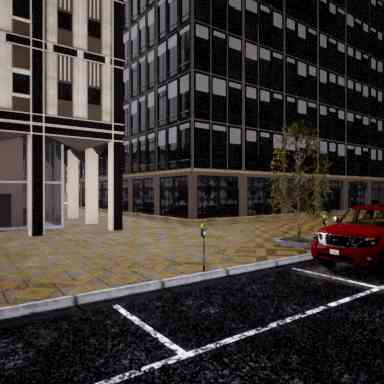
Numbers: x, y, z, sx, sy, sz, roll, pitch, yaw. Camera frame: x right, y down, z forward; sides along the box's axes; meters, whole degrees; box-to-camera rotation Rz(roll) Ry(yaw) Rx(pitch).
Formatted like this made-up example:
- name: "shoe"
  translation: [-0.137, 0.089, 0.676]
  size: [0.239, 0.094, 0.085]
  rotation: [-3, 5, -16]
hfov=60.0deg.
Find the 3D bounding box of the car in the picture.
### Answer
- name: "car"
  translation: [5.909, 1.314, 10.506]
  size: [5.009, 1.841, 2.192]
  rotation: [0, 0, -36]
